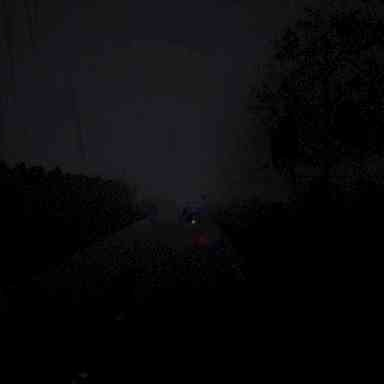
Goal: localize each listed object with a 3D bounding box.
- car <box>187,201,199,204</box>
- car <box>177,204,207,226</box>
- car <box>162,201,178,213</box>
[{"bbox_3d":[0.107,1.833,40.245,1.882,1.535,5.008,0,0,0],"label":"car"},{"bbox_3d":[0.104,1.836,25.519,1.895,1.301,4.718,0,0,0],"label":"car"},{"bbox_3d":[-2.825,1.927,43.191,2.033,1.411,5.357,0,0,0],"label":"car"}]
